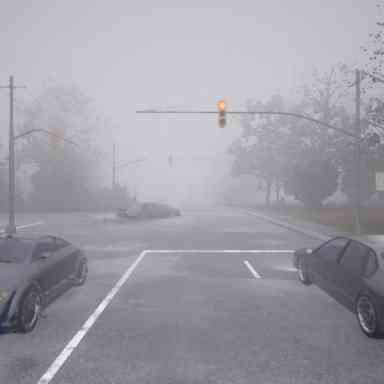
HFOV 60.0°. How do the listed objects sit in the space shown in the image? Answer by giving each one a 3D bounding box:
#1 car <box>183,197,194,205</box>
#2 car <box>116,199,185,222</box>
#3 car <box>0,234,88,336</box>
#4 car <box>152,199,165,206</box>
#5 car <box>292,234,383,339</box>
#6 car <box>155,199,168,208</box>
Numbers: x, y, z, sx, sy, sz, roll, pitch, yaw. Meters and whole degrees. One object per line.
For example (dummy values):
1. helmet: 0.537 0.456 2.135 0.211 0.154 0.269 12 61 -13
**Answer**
1. car: -1.162 1.962 72.776 2.097 1.767 4.553 0 -1 -16
2. car: -3.437 1.546 26.808 5.357 1.411 2.033 0 0 -43
3. car: -3.574 1.564 6.605 1.994 1.385 4.181 0 0 0
4. car: -6.611 2.016 64.919 2.033 1.411 5.357 0 -1 -10
5. car: 3.591 1.547 6.501 2.033 1.411 5.357 0 0 0
6. car: -5.010 1.786 54.393 2.033 1.411 5.357 0 -1 -7
